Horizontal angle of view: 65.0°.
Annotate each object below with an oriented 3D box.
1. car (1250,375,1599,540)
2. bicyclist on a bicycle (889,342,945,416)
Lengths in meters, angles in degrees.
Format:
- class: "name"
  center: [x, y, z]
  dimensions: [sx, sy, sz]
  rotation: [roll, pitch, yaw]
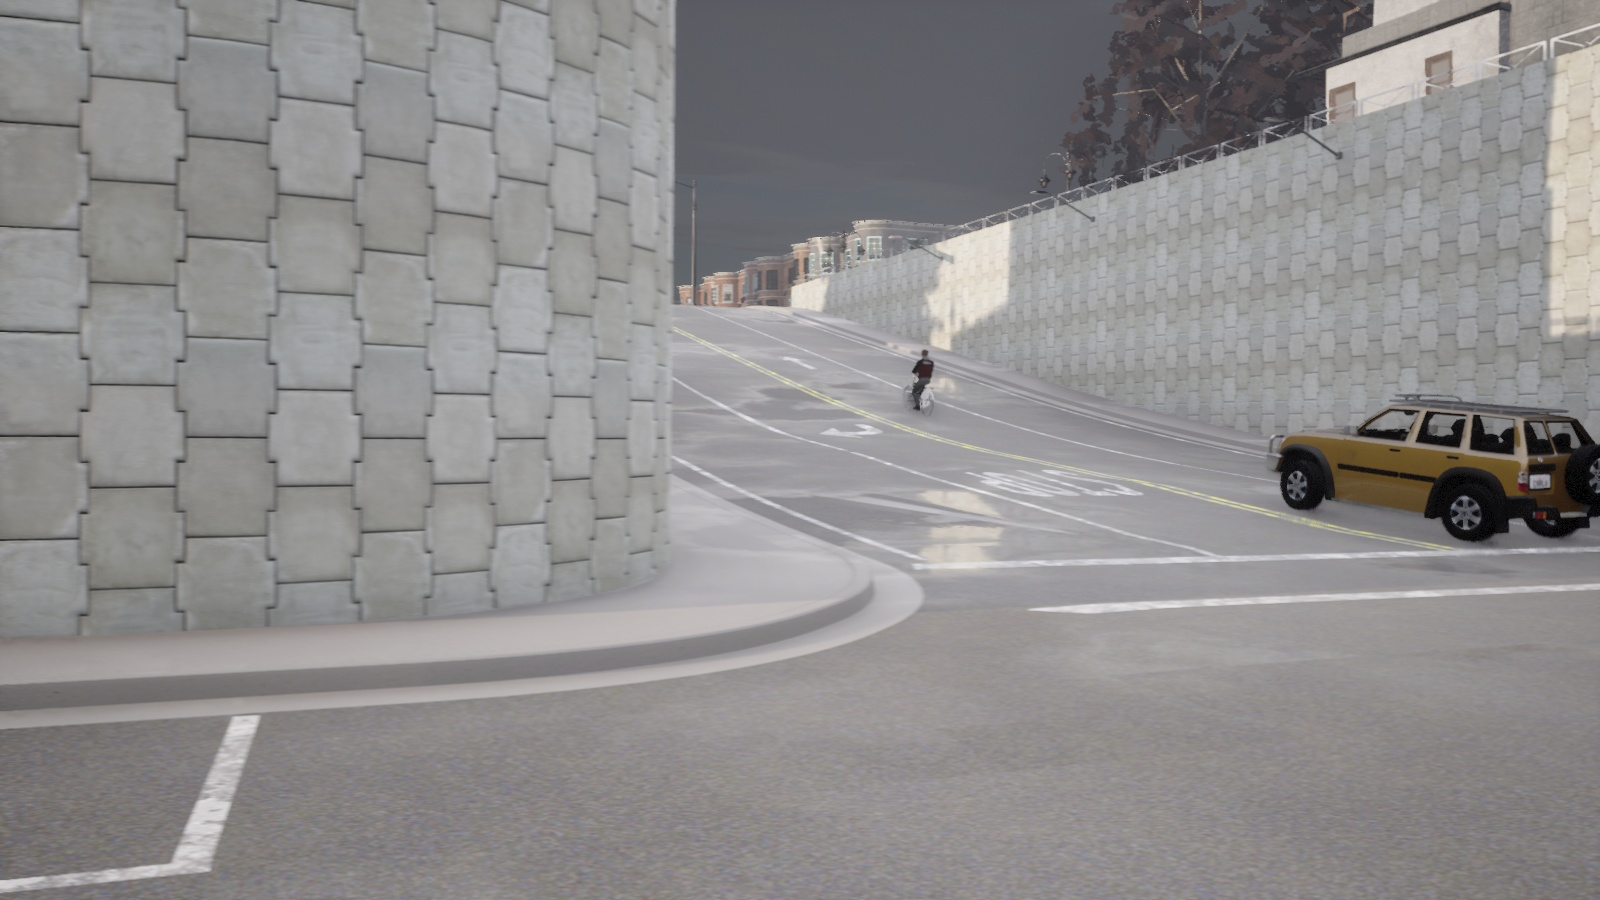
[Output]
- class: "car"
  center: [8.982, -0.049, 18.115]
  dimensions: [1.932, 1.855, 4.605]
  rotation: [-2, 6, -25]
- class: "bicyclist on a bicycle"
  center: [3.110, -1.915, 33.673]
  dimensions: [0.659, 1.776, 1.843]
  rotation: [-1, 10, -21]
